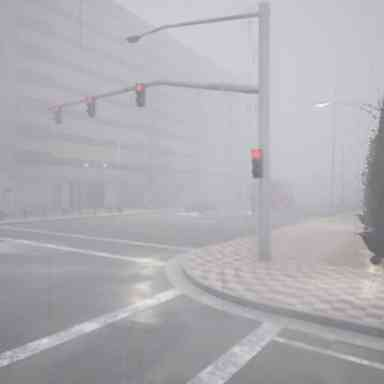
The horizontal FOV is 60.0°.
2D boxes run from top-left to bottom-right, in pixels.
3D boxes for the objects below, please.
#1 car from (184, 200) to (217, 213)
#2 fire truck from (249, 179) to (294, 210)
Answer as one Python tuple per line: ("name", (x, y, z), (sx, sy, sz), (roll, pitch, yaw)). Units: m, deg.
("car", (0.988, 1.511, 36.067), (1.994, 1.385, 4.181), (0, 0, 36))
("fire truck", (10.467, 0.278, 42.995), (2.891, 3.827, 8.468), (0, 0, 36))
